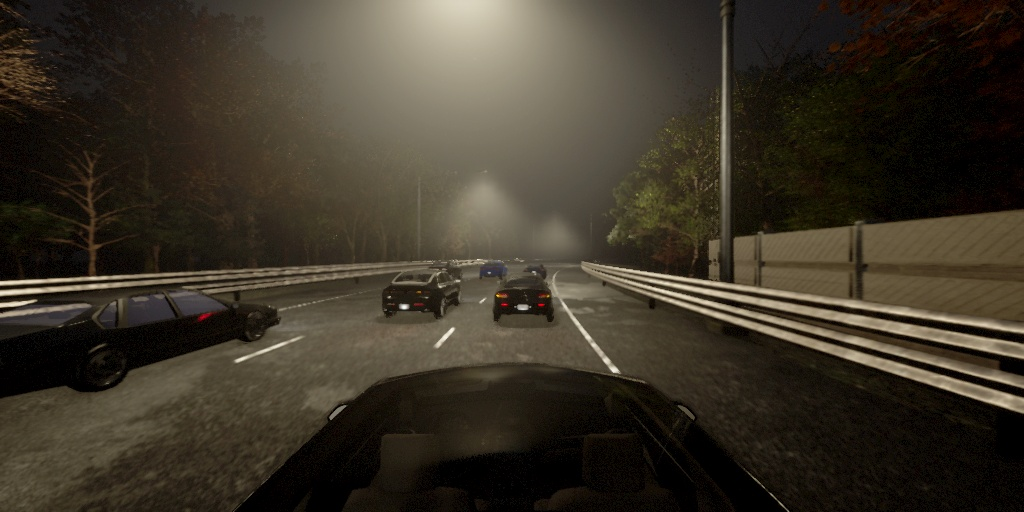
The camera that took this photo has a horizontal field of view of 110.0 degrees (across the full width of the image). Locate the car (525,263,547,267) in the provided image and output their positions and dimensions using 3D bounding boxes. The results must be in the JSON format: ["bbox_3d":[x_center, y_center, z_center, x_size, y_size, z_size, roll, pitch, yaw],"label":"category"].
[{"bbox_3d":[2.094,1.306,31.781,1.994,1.385,4.181,0,0,7],"label":"car"}]

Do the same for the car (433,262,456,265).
[{"bbox_3d":[-5.316,1.202,28.782,2.128,1.511,4.902,0,0,6],"label":"car"}]

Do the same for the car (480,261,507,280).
[{"bbox_3d":[-1.511,1.202,31.232,1.882,1.535,5.008,0,0,7],"label":"car"}]

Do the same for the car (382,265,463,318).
[{"bbox_3d":[-3.057,1.241,12.964,1.837,1.490,4.892,0,0,3],"label":"car"}]

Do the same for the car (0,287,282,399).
[{"bbox_3d":[-6.810,1.281,6.609,2.033,1.411,5.357,0,0,1],"label":"car"}]

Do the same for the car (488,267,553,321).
[{"bbox_3d":[0.402,1.272,12.340,1.812,1.442,4.674,0,0,2],"label":"car"}]
